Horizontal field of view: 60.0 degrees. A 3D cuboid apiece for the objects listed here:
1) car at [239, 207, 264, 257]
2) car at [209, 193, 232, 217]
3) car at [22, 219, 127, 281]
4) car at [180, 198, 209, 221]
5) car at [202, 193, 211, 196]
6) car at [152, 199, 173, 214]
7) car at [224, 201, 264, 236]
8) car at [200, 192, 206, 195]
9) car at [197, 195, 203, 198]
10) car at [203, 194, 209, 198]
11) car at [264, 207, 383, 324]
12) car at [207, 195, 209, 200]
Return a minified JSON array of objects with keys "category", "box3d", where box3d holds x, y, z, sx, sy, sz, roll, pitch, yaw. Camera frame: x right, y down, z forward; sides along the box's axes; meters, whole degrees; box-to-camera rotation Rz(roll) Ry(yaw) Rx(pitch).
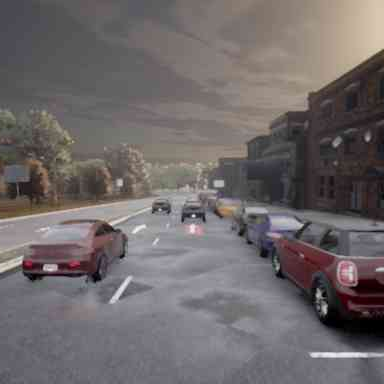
[{"category":"car","box3d":[3.232,1.504,12.718,2.002,1.452,4.674,0,0,0]},{"category":"car","box3d":[3.244,1.311,34.790,2.185,1.767,4.553,0,0,0]},{"category":"car","box3d":[-3.144,1.514,9.690,1.812,1.442,4.674,0,0,0]},{"category":"car","box3d":[0.113,1.472,26.601,1.837,1.490,4.892,0,0,0]},{"category":"car","box3d":[3.239,1.409,56.917,2.231,1.521,4.892,0,0,0]},{"category":"car","box3d":[-3.134,1.461,35.125,1.837,1.490,4.892,0,0,0]},{"category":"car","box3d":[3.234,1.458,18.239,2.231,1.521,4.892,0,0,0]},{"category":"car","box3d":[3.236,1.150,62.601,2.435,2.045,5.566,0,0,0]},{"category":"car","box3d":[0.116,1.472,42.999,1.812,1.442,4.674,0,0,0]},{"category":"car","box3d":[3.239,1.416,51.391,2.231,1.521,4.892,0,0,0]},{"category":"car","box3d":[3.229,1.345,7.289,2.185,1.767,4.553,0,0,0]},{"category":"car","box3d":[3.245,1.426,40.533,1.946,1.575,5.366,0,0,0]}]
